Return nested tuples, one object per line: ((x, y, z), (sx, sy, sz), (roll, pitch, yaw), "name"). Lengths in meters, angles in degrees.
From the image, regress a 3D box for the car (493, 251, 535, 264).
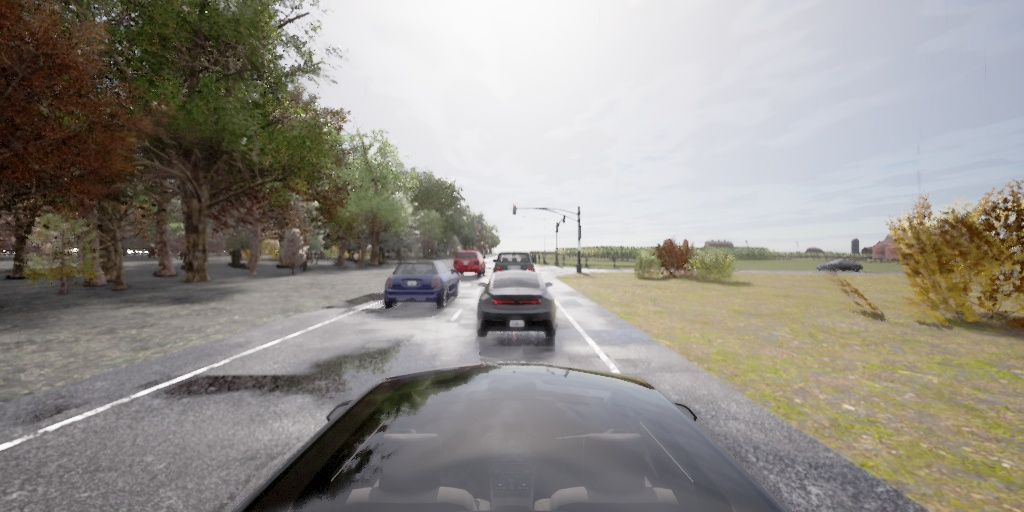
((0.104, 0.723, 19.801), (2.150, 2.045, 5.566), (0, 1, 0), "car")

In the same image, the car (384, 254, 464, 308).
((-3.398, 0.930, 14.323), (2.097, 1.767, 4.553), (0, 1, 0), "car")

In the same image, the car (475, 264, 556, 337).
((0.102, 1.142, 9.891), (1.837, 1.490, 4.892), (0, 1, 0), "car")

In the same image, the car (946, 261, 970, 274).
((48.936, 1.284, 39.222), (4.674, 1.442, 1.812), (1, 0, 0), "car")

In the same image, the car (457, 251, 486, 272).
((-3.398, 0.596, 29.107), (2.150, 2.045, 5.566), (0, 1, 0), "car")

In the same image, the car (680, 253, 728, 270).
((23.023, 0.704, 42.936), (5.566, 2.045, 2.150), (1, 0, 0), "car")

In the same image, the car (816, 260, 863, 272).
((39.115, 1.185, 42.850), (4.674, 1.442, 1.812), (1, 0, 0), "car")
